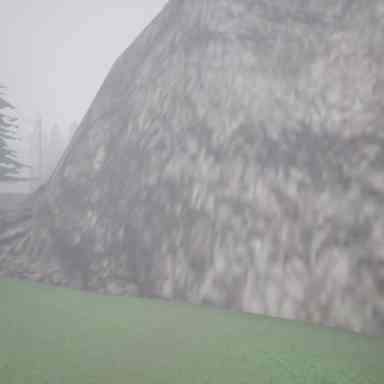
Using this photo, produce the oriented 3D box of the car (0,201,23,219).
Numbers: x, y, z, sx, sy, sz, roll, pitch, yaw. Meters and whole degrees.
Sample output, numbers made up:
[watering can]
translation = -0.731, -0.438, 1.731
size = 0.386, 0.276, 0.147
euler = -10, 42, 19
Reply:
[car]
translation = -16.156, 1.486, 26.671
size = 2.128, 1.511, 4.902
euler = 0, 0, 29
